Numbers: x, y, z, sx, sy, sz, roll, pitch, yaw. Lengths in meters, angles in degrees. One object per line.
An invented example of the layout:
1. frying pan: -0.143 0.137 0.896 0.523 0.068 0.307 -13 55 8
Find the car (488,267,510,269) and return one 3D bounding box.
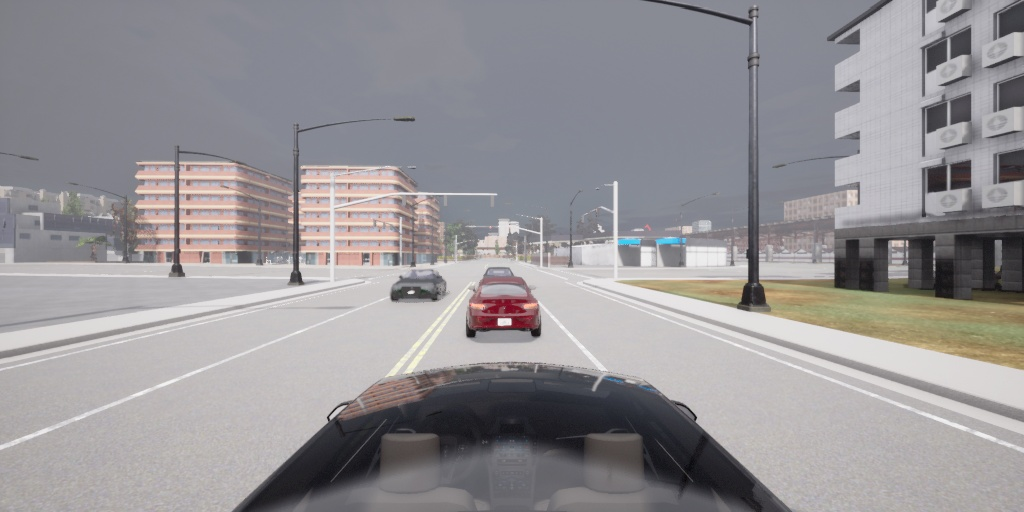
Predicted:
1. car: -0.727 1.297 19.729 2.033 1.411 5.357 0 0 -3

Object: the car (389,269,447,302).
1. car: -4.234 1.315 16.754 1.994 1.385 4.181 0 0 -2

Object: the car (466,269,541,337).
1. car: -0.269 1.276 10.155 1.812 1.442 4.674 0 0 -3
